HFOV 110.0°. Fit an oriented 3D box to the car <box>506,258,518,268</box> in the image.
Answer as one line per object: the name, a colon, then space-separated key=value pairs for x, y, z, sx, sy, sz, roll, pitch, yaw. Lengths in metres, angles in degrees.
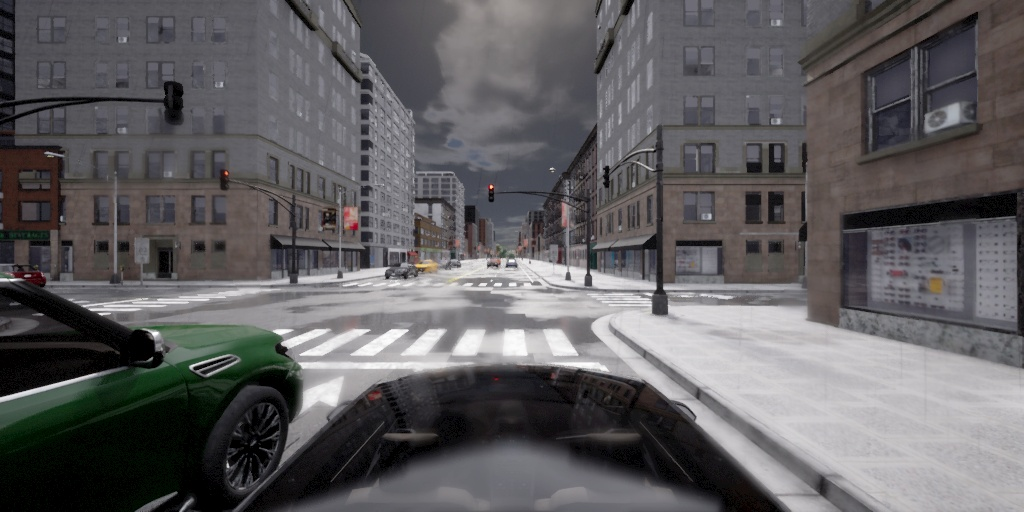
car: x=-0.048 y=1.305 z=61.826 sx=1.994 sy=1.385 sz=4.181 roll=0 pitch=0 yaw=0

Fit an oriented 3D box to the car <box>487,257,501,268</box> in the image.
car: x=-3.298 y=1.342 z=61.854 sx=1.895 sy=1.301 sz=4.718 roll=0 pitch=0 yaw=0

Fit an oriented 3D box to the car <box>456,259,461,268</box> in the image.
car: x=-9.847 y=1.267 z=61.433 sx=1.812 sy=1.442 sz=4.674 roll=0 pitch=0 yaw=0

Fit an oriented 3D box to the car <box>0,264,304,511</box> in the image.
car: x=-3.148 y=0.971 z=1.194 sx=2.150 sy=2.045 sz=5.566 roll=0 pitch=0 yaw=0

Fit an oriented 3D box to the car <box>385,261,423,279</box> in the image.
car: x=-9.869 y=1.276 z=32.407 sx=1.812 sy=1.442 sz=4.674 roll=0 pitch=0 yaw=2

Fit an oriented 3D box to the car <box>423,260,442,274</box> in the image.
car: x=-9.875 y=1.226 z=41.603 sx=1.882 sy=1.535 sz=5.008 roll=0 pitch=0 yaw=0

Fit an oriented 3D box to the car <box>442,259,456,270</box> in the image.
car: x=-9.880 y=1.237 z=51.415 sx=2.128 sy=1.511 sz=4.902 roll=0 pitch=0 yaw=0
